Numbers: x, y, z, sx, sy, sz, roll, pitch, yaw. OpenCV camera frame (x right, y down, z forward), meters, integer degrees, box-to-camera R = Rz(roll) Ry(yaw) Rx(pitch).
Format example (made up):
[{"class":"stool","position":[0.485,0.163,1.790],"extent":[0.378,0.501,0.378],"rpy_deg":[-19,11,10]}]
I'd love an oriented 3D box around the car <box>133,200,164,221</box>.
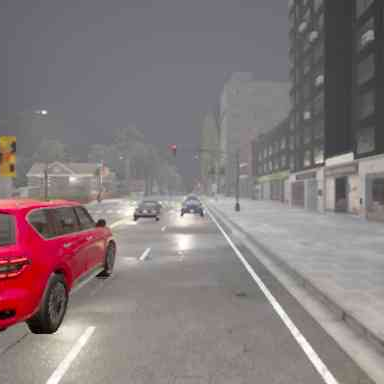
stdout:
[{"class":"car","position":[-3.149,1.323,24.763],"extent":[2.033,1.411,5.357],"rpy_deg":[0,1,0]}]

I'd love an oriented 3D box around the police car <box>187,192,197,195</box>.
[{"class":"police car","position":[0.006,0.888,62.194],"extent":[2.038,1.542,4.974],"rpy_deg":[0,0,0]}]

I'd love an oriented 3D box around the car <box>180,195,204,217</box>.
[{"class":"car","position":[0.004,1.272,27.838],"extent":[1.812,1.442,4.674],"rpy_deg":[0,0,0]}]

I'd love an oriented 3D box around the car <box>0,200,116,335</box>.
[{"class":"car","position":[-3.153,1.158,6.754],"extent":[2.150,2.045,5.566],"rpy_deg":[0,0,0]}]
